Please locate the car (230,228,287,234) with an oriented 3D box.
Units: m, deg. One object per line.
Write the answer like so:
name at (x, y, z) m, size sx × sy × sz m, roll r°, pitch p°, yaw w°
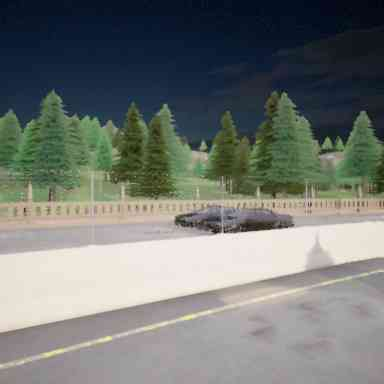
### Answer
car at (3.269, 1.598, 18.401) m, size 5.357 × 1.411 × 2.033 m, roll 0°, pitch 0°, yaw -30°
